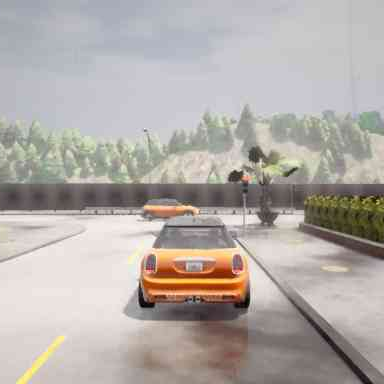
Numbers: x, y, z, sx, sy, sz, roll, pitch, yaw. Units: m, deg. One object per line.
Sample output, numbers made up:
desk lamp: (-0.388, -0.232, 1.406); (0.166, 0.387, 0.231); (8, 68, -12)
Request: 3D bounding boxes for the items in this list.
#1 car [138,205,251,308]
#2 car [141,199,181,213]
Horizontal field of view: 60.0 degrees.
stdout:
car: (0.060, 1.351, 8.067); (2.097, 1.767, 4.553); (0, 0, 0)
car: (-1.686, 1.350, 26.228); (4.553, 1.767, 2.097); (0, 0, 0)
